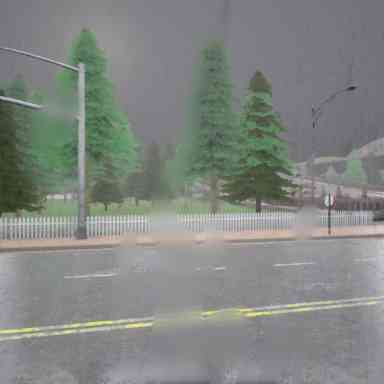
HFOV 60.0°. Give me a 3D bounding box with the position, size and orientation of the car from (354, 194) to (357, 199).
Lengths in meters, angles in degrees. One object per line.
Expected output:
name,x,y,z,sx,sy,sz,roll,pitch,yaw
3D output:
car,24.035,1.401,43.143,2.128,1.511,4.902,0,2,-16

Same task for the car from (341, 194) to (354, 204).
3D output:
car,25.078,1.045,52.446,1.812,1.442,4.674,0,4,-15

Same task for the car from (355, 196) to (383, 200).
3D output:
car,21.768,1.471,38.261,2.128,1.511,4.902,0,0,-16

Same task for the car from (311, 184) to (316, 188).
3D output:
car,26.113,-1.239,75.360,2.128,1.511,4.902,0,7,-15

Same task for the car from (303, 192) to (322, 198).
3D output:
car,18.461,1.074,50.113,1.812,1.442,4.674,0,3,-15
